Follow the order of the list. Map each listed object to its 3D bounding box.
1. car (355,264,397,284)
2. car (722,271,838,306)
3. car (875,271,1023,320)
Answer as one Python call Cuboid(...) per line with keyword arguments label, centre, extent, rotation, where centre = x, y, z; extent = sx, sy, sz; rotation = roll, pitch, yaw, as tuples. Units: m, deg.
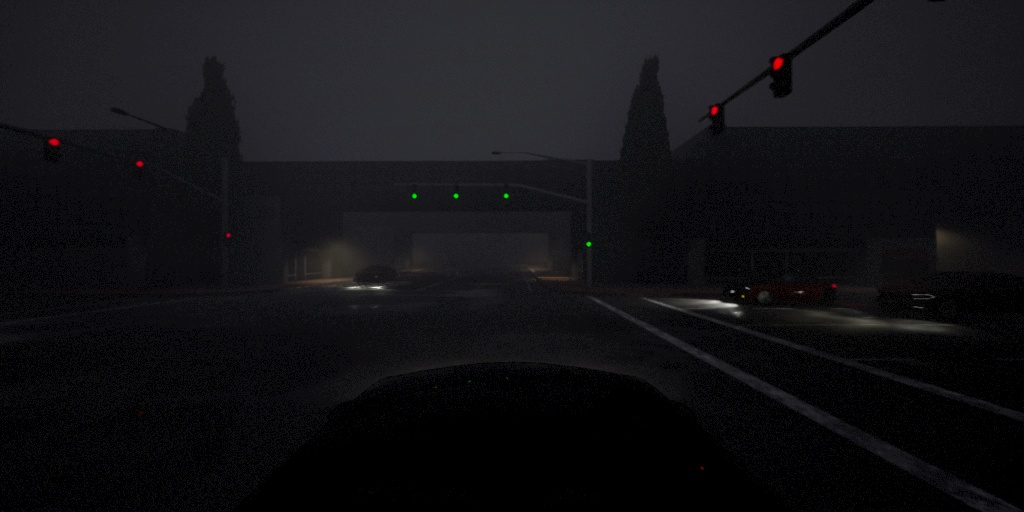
Cuboid(label="car", centre=(-10.998, 1.444, 29.290), extent=(1.882, 1.535, 5.008), rotation=(0, 1, 1))
Cuboid(label="car", centre=(11.723, 1.381, 15.846), extent=(4.181, 1.385, 1.994), rotation=(0, 0, 0))
Cuboid(label="car", centre=(15.527, 1.271, 12.323), extent=(5.008, 1.535, 1.882), rotation=(0, 0, 0))
